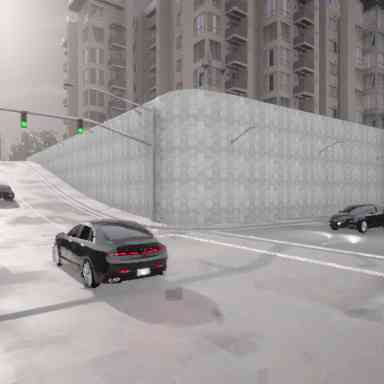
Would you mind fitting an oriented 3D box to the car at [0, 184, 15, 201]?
[{"bbox_3d":[-17.511,-0.058,30.257,1.895,1.301,4.718,0,9,-36],"label":"car"}]

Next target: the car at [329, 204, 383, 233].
[{"bbox_3d":[10.106,1.504,19.803,4.892,1.490,1.837,0,0,-36],"label":"car"}]

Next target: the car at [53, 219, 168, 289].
[{"bbox_3d":[-2.488,1.523,9.348,1.837,1.490,4.892,0,0,-36],"label":"car"}]
